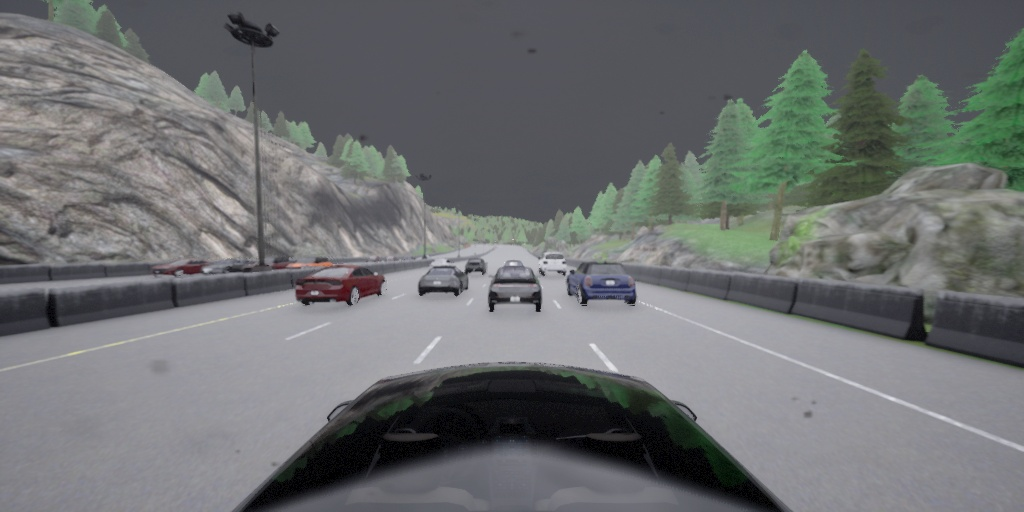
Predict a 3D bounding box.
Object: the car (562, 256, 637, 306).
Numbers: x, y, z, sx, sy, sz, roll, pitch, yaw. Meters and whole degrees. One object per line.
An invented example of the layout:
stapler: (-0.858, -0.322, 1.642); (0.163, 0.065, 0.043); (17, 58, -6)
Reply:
car: (3.615, 0.991, 15.286); (2.097, 1.767, 4.553); (0, 0, 0)

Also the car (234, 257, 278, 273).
car: (-21.044, 0.851, 31.084); (2.097, 1.767, 4.553); (0, 0, 0)

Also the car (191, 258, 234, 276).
car: (-24.543, 0.988, 31.283); (2.128, 1.511, 4.902); (0, 0, 0)

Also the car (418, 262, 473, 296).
car: (-3.377, 1.176, 18.253); (1.994, 1.385, 4.181); (0, 0, 0)

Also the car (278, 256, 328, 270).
car: (-17.544, 0.852, 31.104); (2.097, 1.767, 4.553); (0, 0, 0)

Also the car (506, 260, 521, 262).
car: (0.145, 1.066, 29.690); (2.033, 1.411, 5.357); (0, 0, 0)

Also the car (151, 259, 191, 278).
car: (-28.044, 0.976, 30.851); (1.882, 1.535, 5.008); (0, 0, 0)

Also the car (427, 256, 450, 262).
car: (-6.843, 0.999, 34.890); (1.812, 1.442, 4.674); (0, 0, 0)

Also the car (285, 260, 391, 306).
car: (-6.885, 1.115, 15.006); (1.882, 1.535, 5.008); (0, 1, 0)

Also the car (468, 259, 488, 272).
car: (-3.346, 0.986, 34.028); (1.837, 1.490, 4.892); (0, 0, 0)

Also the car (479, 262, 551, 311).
car: (0.111, 1.141, 13.775); (2.128, 1.511, 4.902); (0, 0, 0)

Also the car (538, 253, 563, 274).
car: (3.654, 0.713, 33.111); (2.150, 2.045, 5.566); (0, 0, 0)
